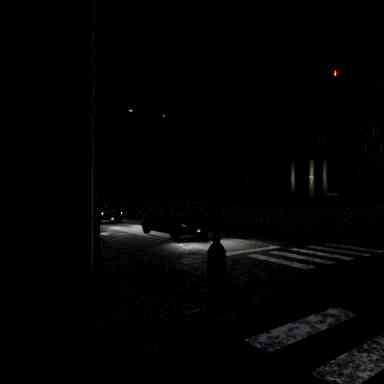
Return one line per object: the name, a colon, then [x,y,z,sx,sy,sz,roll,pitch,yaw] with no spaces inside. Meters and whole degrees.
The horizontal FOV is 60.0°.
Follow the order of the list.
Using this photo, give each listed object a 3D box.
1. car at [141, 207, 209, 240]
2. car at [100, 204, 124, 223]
car: [-1.044,1.530,17.353,1.812,1.442,4.674,0,0,-36]
car: [-6.970,1.608,25.563,1.895,1.301,4.718,0,0,-36]
